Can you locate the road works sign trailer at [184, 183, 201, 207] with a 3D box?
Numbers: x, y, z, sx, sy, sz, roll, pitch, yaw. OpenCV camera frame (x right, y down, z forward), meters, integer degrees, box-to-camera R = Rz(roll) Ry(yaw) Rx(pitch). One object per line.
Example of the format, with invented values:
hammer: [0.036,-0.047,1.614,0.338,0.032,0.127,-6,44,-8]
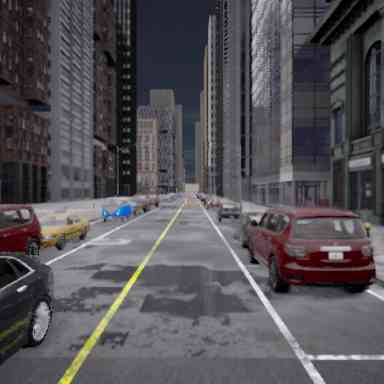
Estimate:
road works sign trailer: [0.000,0.406,51.274,2.380,3.560,2.880,0,0,0]

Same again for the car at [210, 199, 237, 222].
car: [2.760,1.515,25.688,2.008,1.369,4.403,0,0,0]

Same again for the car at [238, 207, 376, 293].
car: [2.759,1.301,8.766,2.192,1.841,5.009,0,0,0]

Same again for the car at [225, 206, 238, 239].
car: [2.760,1.529,14.407,2.008,1.369,4.403,0,0,0]

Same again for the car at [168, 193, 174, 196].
car: [-5.764,1.472,76.448,2.008,1.369,4.403,0,0,0]

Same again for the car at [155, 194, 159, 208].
car: [-5.766,1.259,48.244,2.192,1.841,5.009,0,0,0]

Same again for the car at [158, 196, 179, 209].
car: [-3.089,1.547,44.942,1.895,1.301,4.718,0,0,0]

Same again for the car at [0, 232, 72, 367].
car: [-3.100,1.499,3.463,1.837,1.490,4.892,0,0,0]

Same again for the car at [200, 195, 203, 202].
car: [2.760,1.505,53.890,1.947,1.339,4.313,0,0,0]

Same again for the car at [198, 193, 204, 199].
car: [2.760,1.470,70.812,1.887,1.381,4.507,0,0,0]

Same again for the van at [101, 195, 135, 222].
van: [-5.766,1.306,25.682,1.690,1.788,3.998,0,0,0]

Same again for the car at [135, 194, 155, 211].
car: [-5.766,1.268,36.963,2.192,1.841,5.009,0,0,0]

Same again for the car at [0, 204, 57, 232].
car: [-5.766,1.301,8.759,2.192,1.841,5.009,0,0,0]

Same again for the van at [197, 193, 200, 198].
van: [2.760,1.253,87.734,1.690,1.788,3.998,0,0,0]

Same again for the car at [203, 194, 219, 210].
car: [2.760,1.389,42.609,1.967,1.590,4.097,0,0,0]

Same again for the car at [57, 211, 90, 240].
car: [-5.765,1.504,14.230,1.752,1.417,4.829,0,0,0]

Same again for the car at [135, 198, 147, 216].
car: [-5.765,1.509,31.322,2.008,1.369,4.403,0,0,0]

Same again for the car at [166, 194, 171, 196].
car: [-5.765,1.496,65.167,1.947,1.339,4.313,0,0,0]
